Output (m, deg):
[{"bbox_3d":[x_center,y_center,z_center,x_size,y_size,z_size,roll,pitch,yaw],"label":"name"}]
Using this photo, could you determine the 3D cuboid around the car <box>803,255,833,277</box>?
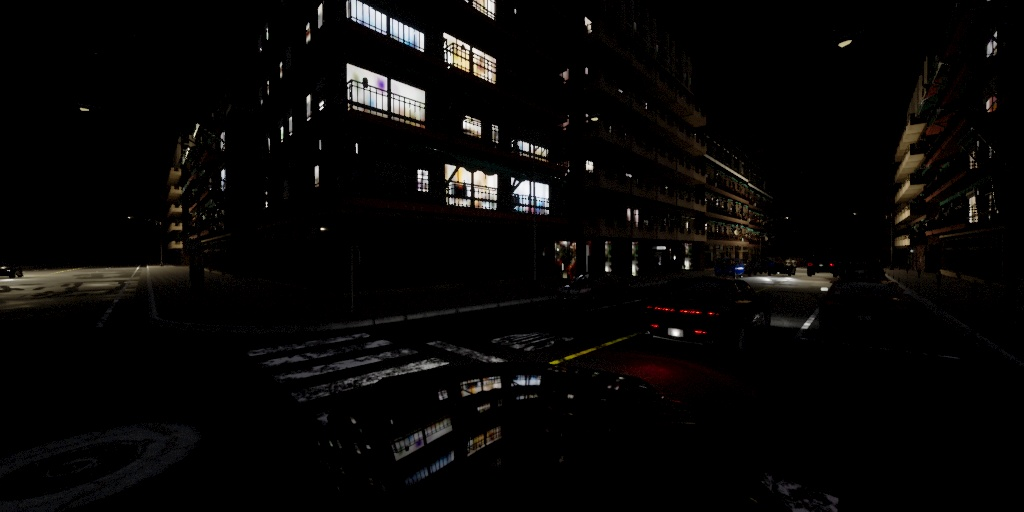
[{"bbox_3d":[30.324,0.949,34.891,2.150,2.045,5.566,0,0,45],"label":"car"}]

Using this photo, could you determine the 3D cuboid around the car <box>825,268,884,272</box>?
[{"bbox_3d":[13.391,1.307,13.681,1.948,1.339,4.313,0,0,44],"label":"car"}]

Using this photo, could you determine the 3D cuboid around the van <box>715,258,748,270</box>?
[{"bbox_3d":[19.232,1.067,31.717,1.690,1.789,3.998,0,0,44],"label":"van"}]

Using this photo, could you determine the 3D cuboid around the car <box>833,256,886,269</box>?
[{"bbox_3d":[21.269,1.051,21.819,2.192,1.841,5.009,0,0,44],"label":"car"}]

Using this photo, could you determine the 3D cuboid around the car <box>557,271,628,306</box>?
[{"bbox_3d":[3.693,1.319,15.665,1.802,1.307,4.207,0,0,44],"label":"car"}]

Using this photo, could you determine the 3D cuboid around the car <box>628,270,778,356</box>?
[{"bbox_3d":[4.891,1.249,8.765,1.837,1.490,4.892,0,0,44],"label":"car"}]

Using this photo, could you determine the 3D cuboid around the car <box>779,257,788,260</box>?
[{"bbox_3d":[34.958,1.034,48.025,2.192,1.841,5.009,0,0,44],"label":"car"}]

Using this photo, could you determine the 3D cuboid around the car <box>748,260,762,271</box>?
[{"bbox_3d":[23.171,1.306,35.786,1.802,1.307,4.207,0,0,44],"label":"car"}]

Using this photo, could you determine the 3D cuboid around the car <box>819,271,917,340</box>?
[{"bbox_3d":[9.689,1.290,9.857,1.888,1.381,4.507,0,0,44],"label":"car"}]

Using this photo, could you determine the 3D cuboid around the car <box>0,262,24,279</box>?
[{"bbox_3d":[-45.468,1.272,31.919,4.674,1.442,1.812,0,1,44],"label":"car"}]

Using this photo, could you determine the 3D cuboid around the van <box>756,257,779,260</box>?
[{"bbox_3d":[31.040,1.061,43.936,1.690,1.789,3.998,0,0,44],"label":"van"}]

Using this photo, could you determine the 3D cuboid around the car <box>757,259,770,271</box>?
[{"bbox_3d":[27.108,1.304,39.857,1.802,1.307,4.207,0,0,44],"label":"car"}]

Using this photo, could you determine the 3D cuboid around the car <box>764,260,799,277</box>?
[{"bbox_3d":[27.197,1.326,36.122,1.895,1.301,4.718,0,0,44],"label":"car"}]
